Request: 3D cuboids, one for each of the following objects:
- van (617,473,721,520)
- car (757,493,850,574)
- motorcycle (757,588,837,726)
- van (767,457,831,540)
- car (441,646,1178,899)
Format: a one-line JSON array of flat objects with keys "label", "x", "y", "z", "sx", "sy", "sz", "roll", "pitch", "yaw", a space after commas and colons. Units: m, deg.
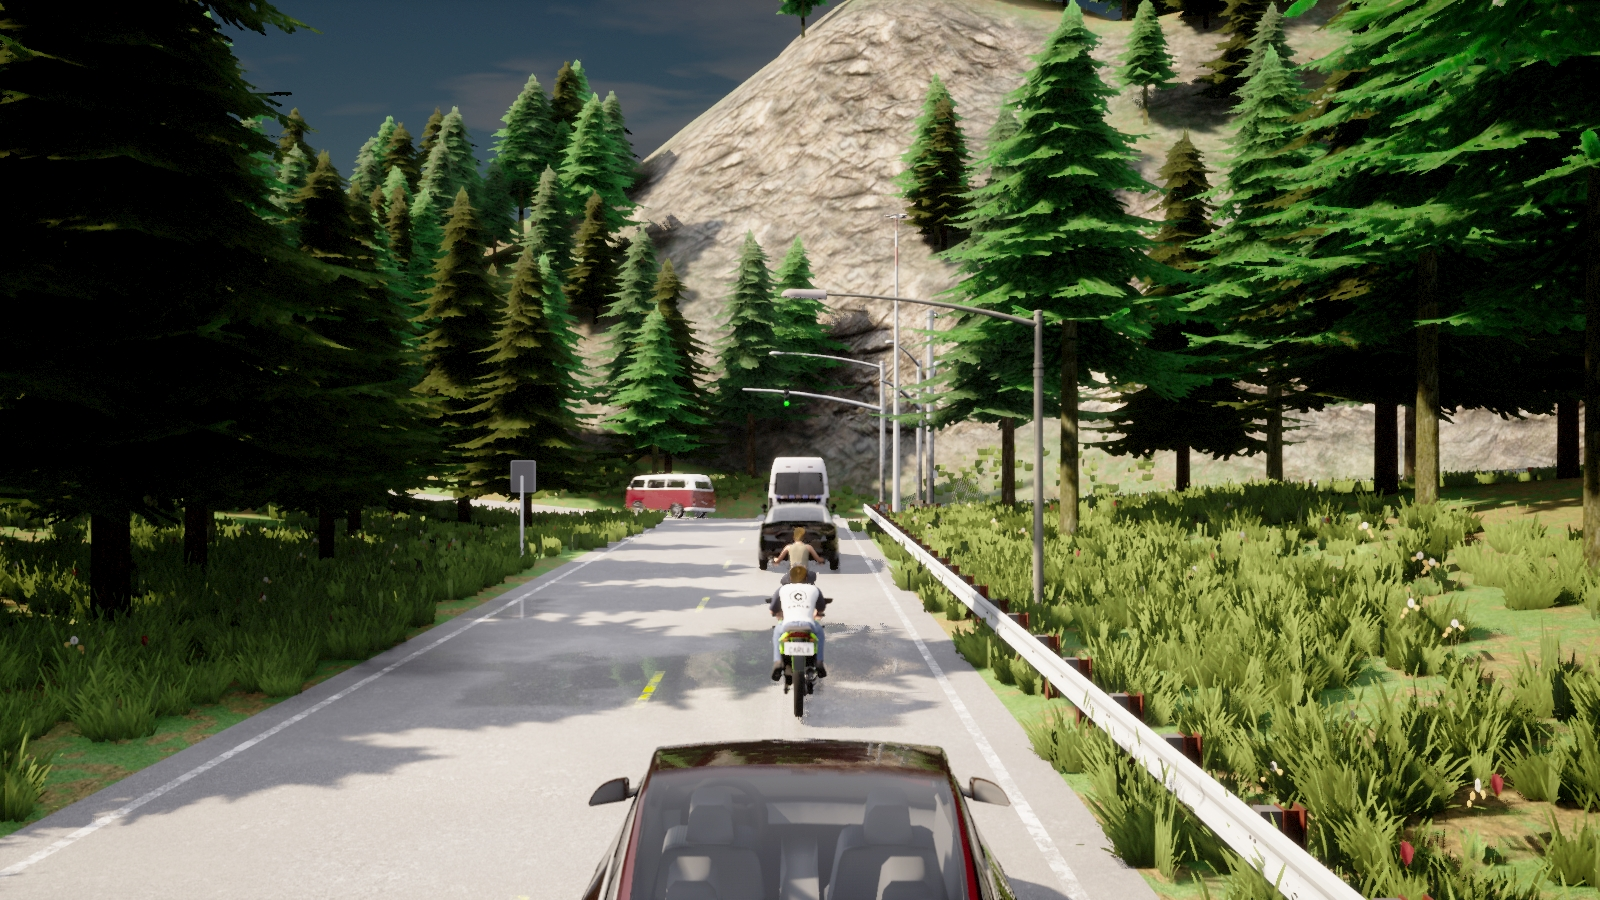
[{"label": "van", "x": -6.070, "y": 2.148, "z": 52.783, "sx": 4.480, "sy": 2.038, "sz": 2.069, "roll": -1, "pitch": -5, "yaw": 37}, {"label": "car", "x": 0.079, "y": 1.982, "z": 28.387, "sx": 2.097, "sy": 1.638, "sz": 5.238, "roll": 0, "pitch": 0, "yaw": 0}, {"label": "motorcycle", "x": -0.033, "y": 2.213, "z": 12.544, "sx": 0.803, "sy": 1.145, "sz": 2.033, "roll": 0, "pitch": 0, "yaw": 0}, {"label": "van", "x": -0.119, "y": 1.534, "z": 38.825, "sx": 1.988, "sy": 2.561, "sz": 5.915, "roll": 0, "pitch": 0, "yaw": -2}, {"label": "car", "x": 0.027, "y": 2.063, "z": 5.275, "sx": 2.163, "sy": 1.488, "sz": 4.792, "roll": 0, "pitch": 0, "yaw": 0}]
